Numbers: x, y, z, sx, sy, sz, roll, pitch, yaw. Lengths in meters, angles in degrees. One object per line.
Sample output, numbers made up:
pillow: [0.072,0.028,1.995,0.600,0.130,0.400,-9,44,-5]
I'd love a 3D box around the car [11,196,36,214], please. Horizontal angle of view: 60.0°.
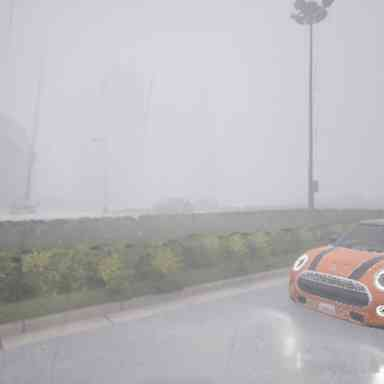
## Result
car: [-17.796,1.327,34.971,1.905,1.878,3.866,0,0,-36]

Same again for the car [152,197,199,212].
car: [-1.770,1.349,30.210,1.932,1.855,4.605,0,0,-36]

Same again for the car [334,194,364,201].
car: [30.450,1.376,64.741,2.150,2.045,5.566,0,0,-35]

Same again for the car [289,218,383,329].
car: [4.102,1.371,6.895,4.553,1.767,2.097,0,0,-35]

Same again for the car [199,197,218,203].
car: [1.812,1.553,49.165,2.242,1.667,4.611,0,0,-36]
